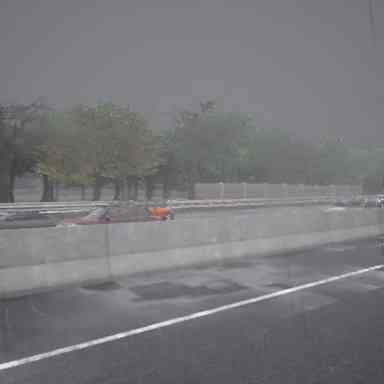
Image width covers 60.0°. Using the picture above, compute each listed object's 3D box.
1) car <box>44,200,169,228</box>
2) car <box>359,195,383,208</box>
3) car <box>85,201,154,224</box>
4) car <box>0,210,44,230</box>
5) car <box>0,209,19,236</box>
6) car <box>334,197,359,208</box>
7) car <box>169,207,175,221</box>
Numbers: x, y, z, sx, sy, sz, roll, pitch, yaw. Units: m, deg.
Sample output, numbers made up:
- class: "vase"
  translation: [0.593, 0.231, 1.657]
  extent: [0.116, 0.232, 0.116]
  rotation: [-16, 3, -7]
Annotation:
- class: "car"
  translation: [-3.584, 1.358, 14.331]
  extent: [4.553, 1.767, 2.097]
  rotation: [0, 0, -35]
- class: "car"
  translation: [23.959, 1.153, 42.531]
  extent: [4.553, 1.767, 2.097]
  rotation: [-1, 0, -35]
- class: "car"
  translation: [-5.497, 1.509, 25.646]
  extent: [4.892, 1.490, 1.837]
  rotation: [0, 0, -36]
- class: "car"
  translation: [-8.052, 1.568, 15.445]
  extent: [4.181, 1.385, 1.994]
  rotation: [0, 0, -35]
- class: "car"
  translation: [-11.646, 1.602, 17.059]
  extent: [4.718, 1.301, 1.895]
  rotation: [0, 0, -35]
- class: "car"
  translation: [20.955, 1.376, 44.689]
  extent: [4.181, 1.385, 1.994]
  rotation: [-1, 0, -35]
- class: "car"
  translation: [-3.522, 1.355, 22.970]
  extent: [4.553, 1.767, 2.097]
  rotation: [0, 0, -36]
